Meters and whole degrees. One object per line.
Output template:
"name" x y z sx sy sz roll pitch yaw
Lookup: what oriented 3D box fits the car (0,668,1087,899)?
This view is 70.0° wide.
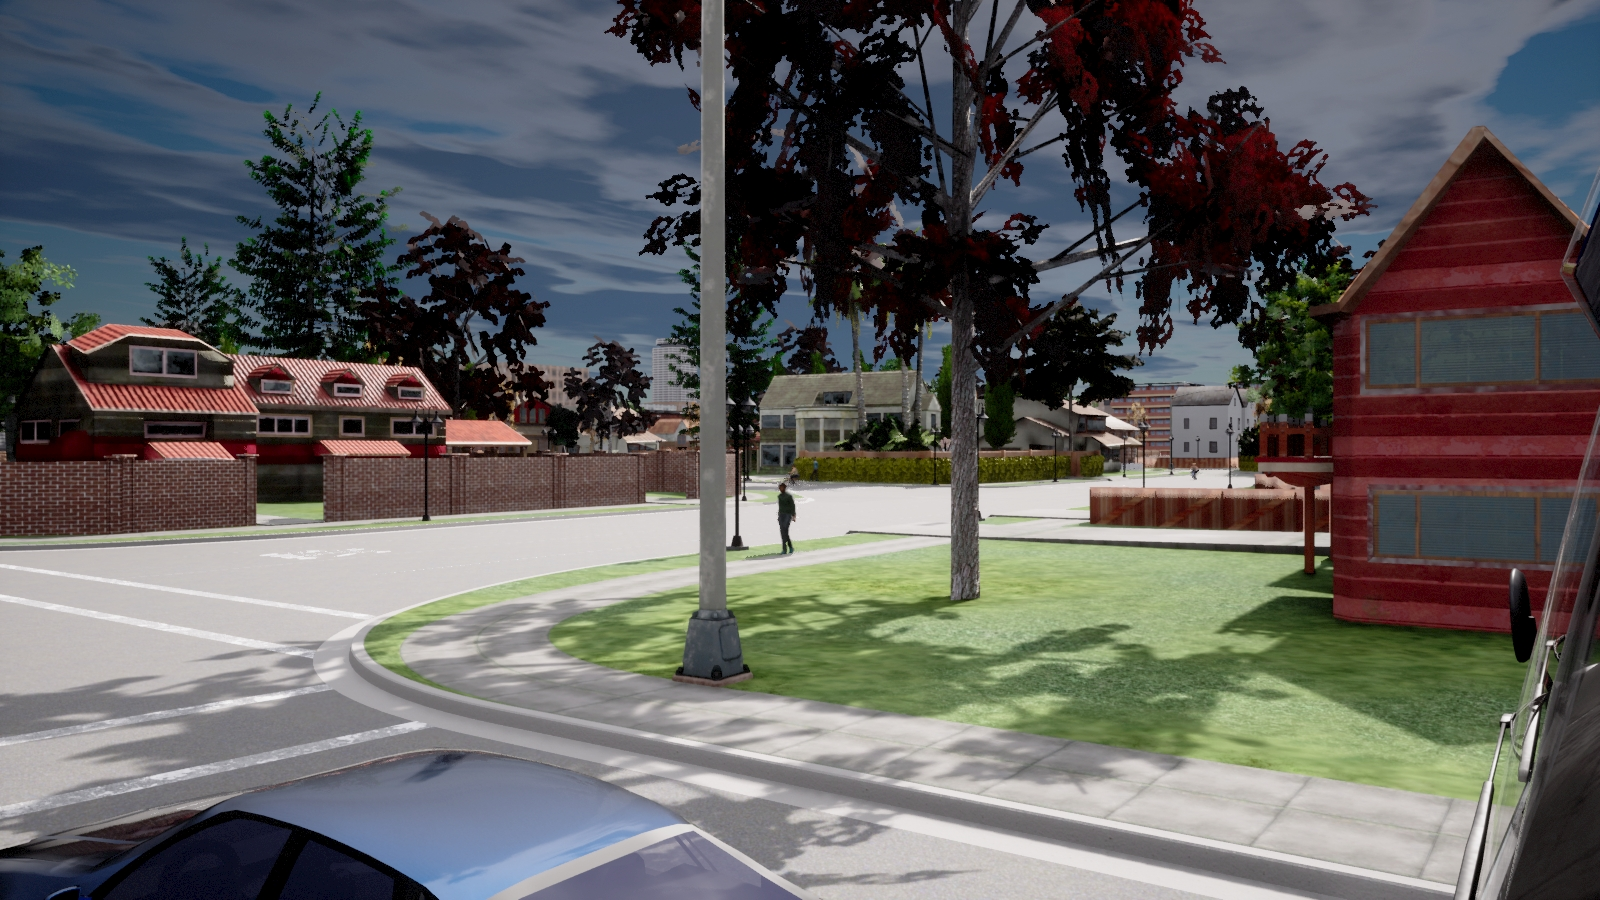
"car" -1.713 2.106 4.943 5.357 1.411 2.033 0 0 36

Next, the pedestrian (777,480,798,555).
"pedestrian" -0.324 1.704 28.796 0.375 1.860 0.375 0 0 35

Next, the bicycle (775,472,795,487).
"bicycle" -1.152 2.256 87.324 0.859 1.080 1.487 0 0 34
